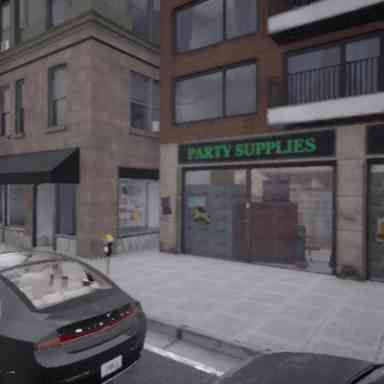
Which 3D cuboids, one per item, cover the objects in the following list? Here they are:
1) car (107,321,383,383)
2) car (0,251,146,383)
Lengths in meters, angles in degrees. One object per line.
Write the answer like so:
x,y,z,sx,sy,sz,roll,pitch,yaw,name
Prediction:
1.901,1.555,1.457,4.403,1.369,2.008,0,0,35,car
-2.597,1.521,4.654,4.403,1.369,2.008,0,0,35,car
